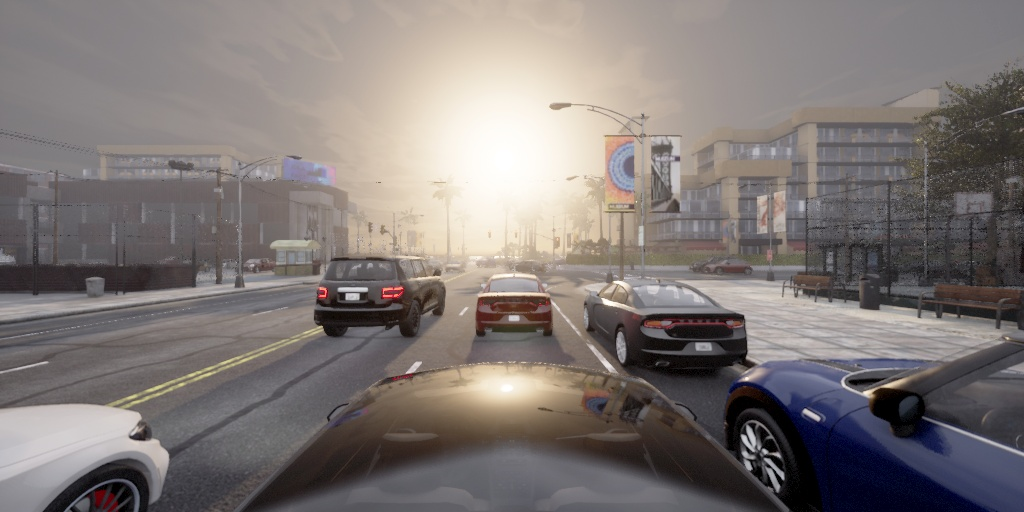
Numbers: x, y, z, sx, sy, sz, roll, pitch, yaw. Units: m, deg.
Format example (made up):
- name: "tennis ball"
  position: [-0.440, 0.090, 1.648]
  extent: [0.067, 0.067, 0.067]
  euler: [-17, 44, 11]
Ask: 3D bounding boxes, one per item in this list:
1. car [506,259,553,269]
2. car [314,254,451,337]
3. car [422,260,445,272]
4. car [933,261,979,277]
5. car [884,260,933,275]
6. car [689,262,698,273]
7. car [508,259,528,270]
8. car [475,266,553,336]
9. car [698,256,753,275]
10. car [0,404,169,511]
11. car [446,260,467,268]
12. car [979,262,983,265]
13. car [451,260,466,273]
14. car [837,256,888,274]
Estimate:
- name: "car"
  position: [2.021, 1.284, 43.111]
  extent: [4.892, 1.490, 1.837]
  euler: [0, 1, 42]
- name: "car"
  position: [-3.437, 0.978, 10.459]
  extent: [2.150, 2.045, 5.566]
  euler: [0, 0, 0]
- name: "car"
  position: [-10.469, 1.288, 47.996]
  extent: [1.837, 1.490, 4.892]
  euler: [0, 0, 2]
- name: "car"
  position: [45.184, 1.279, 35.251]
  extent: [4.892, 1.490, 1.837]
  euler: [0, 0, -1]
- name: "car"
  position: [44.269, 1.324, 38.751]
  extent: [5.357, 1.411, 2.033]
  euler: [0, 0, 0]
- name: "car"
  position: [23.926, 1.000, 42.170]
  extent: [5.566, 2.045, 2.150]
  euler: [0, 0, 0]
- name: "car"
  position: [0.892, 1.265, 53.776]
  extent: [1.882, 1.535, 5.008]
  euler: [-1, 0, -12]
- name: "car"
  position: [0.065, 1.234, 10.444]
  extent: [1.882, 1.535, 5.008]
  euler: [0, 0, 0]
- name: "car"
  position: [23.180, 1.131, 38.656]
  extent: [4.553, 1.767, 2.097]
  euler: [0, 0, 0]
- name: "car"
  position: [-3.411, 1.275, 0.621]
  extent: [1.812, 1.442, 4.674]
  euler: [0, 0, 0]
- name: "car"
  position: [-9.466, 1.394, 61.649]
  extent: [1.895, 1.301, 4.718]
  euler: [0, 0, 12]
- name: "car"
  position: [45.185, 1.123, 31.751]
  extent: [4.553, 1.767, 2.097]
  euler: [0, 0, -1]
- name: "car"
  position: [-7.047, 1.328, 44.588]
  extent: [2.033, 1.411, 5.357]
  euler: [0, 0, 1]
- name: "car"
  position: [41.406, 1.002, 42.251]
  extent: [5.566, 2.045, 2.150]
  euler: [0, 0, 0]
